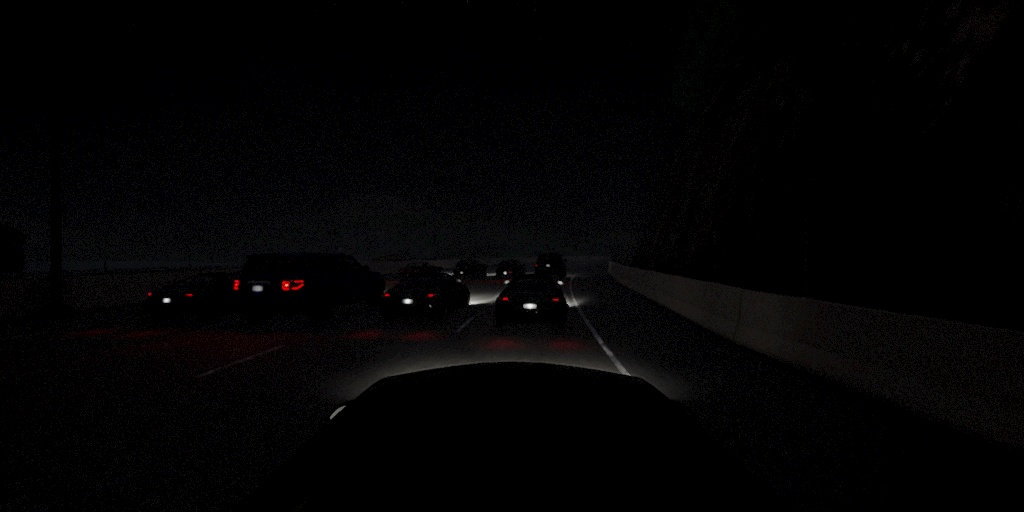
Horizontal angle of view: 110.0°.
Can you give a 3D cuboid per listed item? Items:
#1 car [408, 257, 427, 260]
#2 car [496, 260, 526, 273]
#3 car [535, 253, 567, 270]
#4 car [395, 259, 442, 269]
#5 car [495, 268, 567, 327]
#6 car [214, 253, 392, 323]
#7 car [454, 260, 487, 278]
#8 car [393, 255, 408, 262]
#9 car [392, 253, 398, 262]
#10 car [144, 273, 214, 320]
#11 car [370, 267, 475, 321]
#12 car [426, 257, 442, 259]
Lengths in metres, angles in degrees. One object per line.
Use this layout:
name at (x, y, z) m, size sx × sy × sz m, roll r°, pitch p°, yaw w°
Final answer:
car at (-14.203, 0.930, 58.757) m, size 2.033 × 1.411 × 5.357 m, roll 0°, pitch 0°, yaw 19°
car at (-0.036, 1.071, 30.551) m, size 1.837 × 1.490 × 4.892 m, roll 0°, pitch 0°, yaw 12°
car at (3.187, 0.799, 28.957) m, size 2.150 × 2.045 × 5.566 m, roll 0°, pitch 0°, yaw 11°
car at (-7.391, 1.172, 29.529) m, size 1.895 × 1.301 × 4.718 m, roll 0°, pitch 0°, yaw 11°
car at (0.661, 1.254, 11.280) m, size 1.994 × 1.385 × 4.181 m, roll 0°, pitch 0°, yaw 5°
car at (-6.320, 0.905, 11.955) m, size 2.150 × 2.045 × 5.566 m, roll 0°, pitch 1°, yaw 6°
car at (-3.525, 1.067, 30.970) m, size 1.837 × 1.490 × 4.892 m, roll 0°, pitch 0°, yaw 12°
car at (-17.353, 0.936, 60.257) m, size 1.994 × 1.385 × 4.181 m, roll 0°, pitch 0°, yaw 19°
car at (-21.087, 0.592, 60.225) m, size 2.150 × 2.045 × 5.566 m, roll 0°, pitch 0°, yaw 19°
car at (-9.785, 1.243, 12.360) m, size 1.994 × 1.385 × 4.181 m, roll 0°, pitch 0°, yaw 6°
car at (-2.770, 1.246, 12.201) m, size 1.994 × 1.385 × 4.181 m, roll 0°, pitch 0°, yaw 6°
car at (-11.155, 0.960, 56.811) m, size 1.994 × 1.385 × 4.181 m, roll 0°, pitch 0°, yaw 19°
